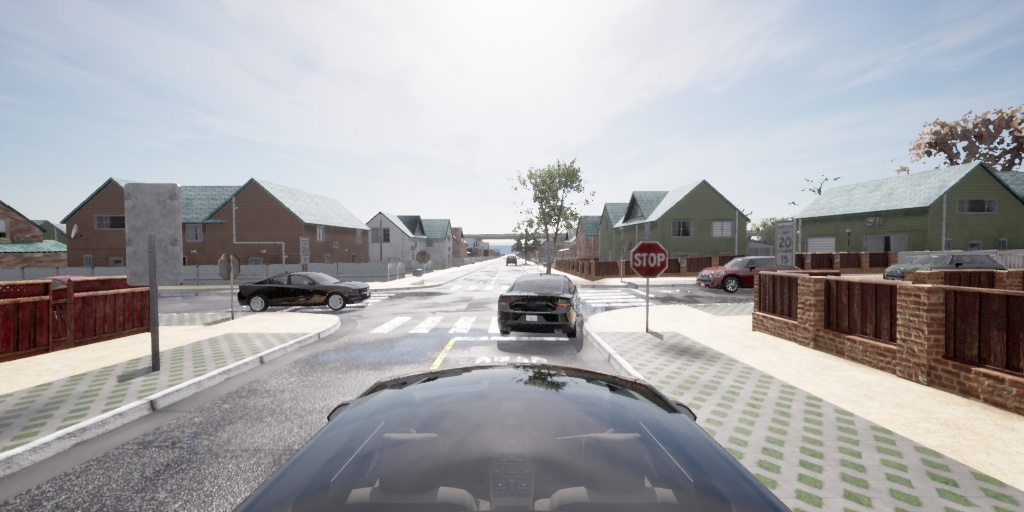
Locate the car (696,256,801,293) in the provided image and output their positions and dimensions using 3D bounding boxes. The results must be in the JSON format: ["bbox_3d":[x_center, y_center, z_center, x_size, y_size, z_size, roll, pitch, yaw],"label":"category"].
[{"bbox_3d":[11.786,0.820,17.975,4.553,1.767,2.097,-1,2,0],"label":"car"}]

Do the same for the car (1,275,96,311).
[{"bbox_3d":[-18.038,1.546,14.791,5.008,1.535,1.882,-1,2,0],"label":"car"}]

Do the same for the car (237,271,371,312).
[{"bbox_3d":[-8.485,1.376,14.866,5.008,1.535,1.882,-1,2,0],"label":"car"}]

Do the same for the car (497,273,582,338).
[{"bbox_3d":[0.947,1.224,10.351,1.882,1.535,5.008,0,0,12],"label":"car"}]

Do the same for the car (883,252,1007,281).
[{"bbox_3d":[21.681,0.645,18.059,4.553,1.767,2.097,-1,2,0],"label":"car"}]
